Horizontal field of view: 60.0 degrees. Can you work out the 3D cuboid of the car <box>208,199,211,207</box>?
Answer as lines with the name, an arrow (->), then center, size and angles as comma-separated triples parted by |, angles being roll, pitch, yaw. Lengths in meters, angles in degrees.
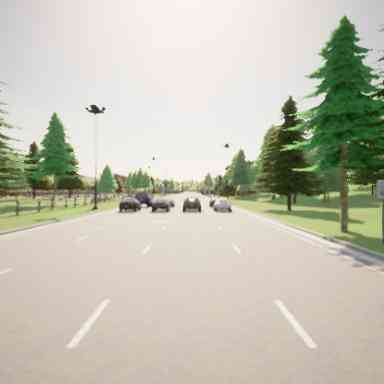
car -> 3.500, 1.420, 48.744 | 2.128, 1.511, 4.902 | 0, 0, 0

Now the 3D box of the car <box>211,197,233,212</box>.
car -> 3.498, 1.468, 38.358 | 1.812, 1.442, 4.674 | 0, 0, 0

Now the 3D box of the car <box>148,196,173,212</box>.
car -> -3.502, 1.448, 37.941 | 1.837, 1.490, 4.892 | 0, 0, 0

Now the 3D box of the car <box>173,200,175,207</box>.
car -> -3.499, 1.528, 48.865 | 1.895, 1.301, 4.718 | 0, 0, 0

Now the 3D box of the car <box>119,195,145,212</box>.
car -> -7.002, 1.420, 37.941 | 1.882, 1.535, 5.008 | 0, 0, 0

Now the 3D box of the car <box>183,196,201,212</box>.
car -> -0.002, 1.295, 38.294 | 2.097, 1.767, 4.553 | 0, 0, 0

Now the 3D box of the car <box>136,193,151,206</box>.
car -> -7.002, 1.149, 48.462 | 2.150, 2.045, 5.566 | 0, 0, 0

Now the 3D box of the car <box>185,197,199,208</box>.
car -> 0.003, 1.491, 48.880 | 1.994, 1.385, 4.181 | 0, 0, 0
